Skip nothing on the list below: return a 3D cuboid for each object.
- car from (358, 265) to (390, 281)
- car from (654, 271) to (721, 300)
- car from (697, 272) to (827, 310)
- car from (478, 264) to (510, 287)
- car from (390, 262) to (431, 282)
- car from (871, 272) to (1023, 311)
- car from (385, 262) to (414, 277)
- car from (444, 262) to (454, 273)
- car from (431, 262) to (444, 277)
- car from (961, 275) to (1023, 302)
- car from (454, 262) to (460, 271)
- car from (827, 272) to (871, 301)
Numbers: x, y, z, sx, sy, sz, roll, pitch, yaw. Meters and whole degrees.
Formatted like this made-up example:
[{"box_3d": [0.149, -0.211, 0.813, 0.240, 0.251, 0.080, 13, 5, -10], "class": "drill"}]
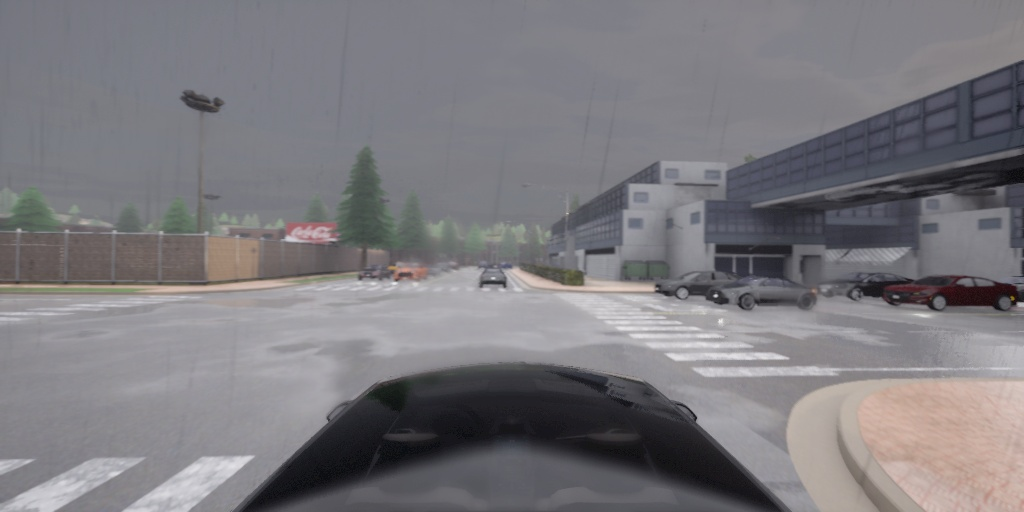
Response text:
[{"box_3d": [-12.399, 1.477, 32.620, 1.994, 1.385, 4.181, 1, -1, -3], "class": "car"}, {"box_3d": [10.212, 1.551, 19.356, 4.892, 1.490, 1.837, 1, -1, -2], "class": "car"}, {"box_3d": [10.905, 1.584, 15.847, 4.181, 1.385, 1.994, 1, -1, -4], "class": "car"}, {"box_3d": [-1.412, 1.551, 27.091, 1.994, 1.385, 4.181, 1, -1, -3], "class": "car"}, {"box_3d": [-8.844, 1.298, 31.688, 2.097, 1.767, 4.553, 1, -1, -3], "class": "car"}, {"box_3d": [19.862, 1.608, 16.372, 5.008, 1.535, 1.882, 1, -1, -3], "class": "car"}, {"box_3d": [-12.831, 1.472, 41.252, 1.882, 1.535, 5.008, 1, -1, -3], "class": "car"}, {"box_3d": [-9.777, 1.631, 50.871, 1.837, 1.490, 4.892, 1, -1, -2], "class": "car"}, {"box_3d": [-9.303, 1.631, 40.661, 1.895, 1.301, 4.718, 1, -1, -3], "class": "car"}, {"box_3d": [29.417, 1.830, 20.435, 5.357, 1.411, 2.033, 1, -1, -3], "class": "car"}, {"box_3d": [-10.132, 1.705, 61.326, 1.882, 1.535, 5.008, 1, -1, 1], "class": "car"}, {"box_3d": [19.614, 1.653, 19.864, 4.902, 1.511, 2.128, 1, -1, -3], "class": "car"}]
